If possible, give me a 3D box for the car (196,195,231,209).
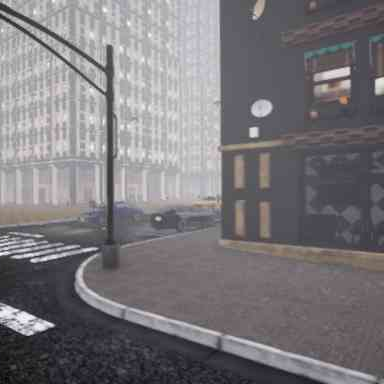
[{"bbox_3d":[2.435,1.079,36.544,1.947,1.339,4.313,1,1,35],"label":"car"}]

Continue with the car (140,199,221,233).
[{"bbox_3d":[-0.452,1.306,17.920,1.947,1.339,4.313,1,1,35],"label":"car"}]

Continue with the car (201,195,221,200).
[{"bbox_3d":[1.752,1.055,31.105,1.882,1.535,5.008,-1,1,35],"label":"car"}]

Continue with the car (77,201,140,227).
[{"bbox_3d":[-5.097,1.305,21.401,1.812,1.442,4.674,-1,1,35],"label":"car"}]
